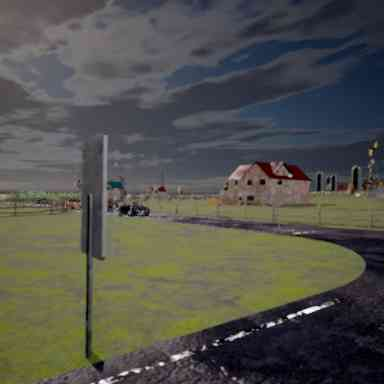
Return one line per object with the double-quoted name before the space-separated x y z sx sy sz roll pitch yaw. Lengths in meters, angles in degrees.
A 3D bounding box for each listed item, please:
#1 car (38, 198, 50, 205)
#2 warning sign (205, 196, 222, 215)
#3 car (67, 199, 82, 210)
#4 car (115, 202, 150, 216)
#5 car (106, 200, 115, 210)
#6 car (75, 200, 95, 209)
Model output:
"car" -37.995 2.383 85.174 2.097 1.767 4.553 1 -1 -36
"warning sign" 2.096 1.341 32.747 1.300 1.860 1.060 2 -1 -36
"car" -17.567 1.831 50.861 2.097 1.767 4.553 1 -1 -36
"car" -6.079 1.786 34.938 1.994 1.385 4.181 1 -1 -36
"car" -12.333 1.918 48.433 1.882 1.535 5.008 1 -1 -35
"car" -18.275 2.089 56.495 1.812 1.442 4.674 1 -1 -36
